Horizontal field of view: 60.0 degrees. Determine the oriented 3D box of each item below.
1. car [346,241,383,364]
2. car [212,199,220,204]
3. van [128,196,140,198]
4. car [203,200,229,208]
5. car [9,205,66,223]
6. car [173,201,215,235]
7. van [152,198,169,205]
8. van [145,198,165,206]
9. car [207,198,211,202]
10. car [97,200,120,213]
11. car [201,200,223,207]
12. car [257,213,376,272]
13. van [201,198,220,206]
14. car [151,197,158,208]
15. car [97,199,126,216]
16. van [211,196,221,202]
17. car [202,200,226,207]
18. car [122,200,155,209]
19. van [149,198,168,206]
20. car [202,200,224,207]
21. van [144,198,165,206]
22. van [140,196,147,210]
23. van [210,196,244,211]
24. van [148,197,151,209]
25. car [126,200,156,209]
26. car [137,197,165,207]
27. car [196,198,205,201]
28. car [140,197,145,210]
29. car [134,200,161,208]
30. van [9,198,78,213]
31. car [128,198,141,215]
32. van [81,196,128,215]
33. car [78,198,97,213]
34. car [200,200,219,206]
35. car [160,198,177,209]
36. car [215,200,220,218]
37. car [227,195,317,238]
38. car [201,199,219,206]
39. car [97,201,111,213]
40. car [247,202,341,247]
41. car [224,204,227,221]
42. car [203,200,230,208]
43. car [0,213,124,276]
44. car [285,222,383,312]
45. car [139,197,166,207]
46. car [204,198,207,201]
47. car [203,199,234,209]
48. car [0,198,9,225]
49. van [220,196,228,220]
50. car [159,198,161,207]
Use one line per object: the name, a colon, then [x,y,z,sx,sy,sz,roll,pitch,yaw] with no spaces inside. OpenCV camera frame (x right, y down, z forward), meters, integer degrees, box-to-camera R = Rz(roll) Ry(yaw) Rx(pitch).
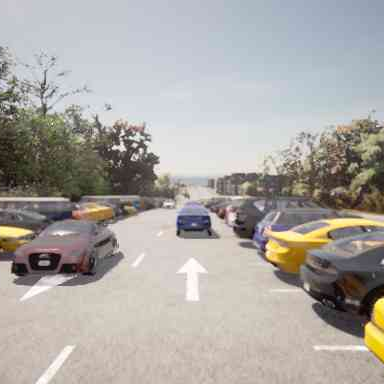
car: [4.725,1.463,3.376,5.366,1.575,1.946,0,0,0]
car: [4.563,1.653,31.120,4.792,1.488,2.163,0,0,0]
van: [-8.431,1.436,36.835,4.442,1.987,1.878,0,0,0]
car: [4.520,2.244,64.410,4.892,1.521,2.231,0,-1,0]
car: [-8.536,1.498,14.672,4.892,1.521,2.231,0,0,0]
car: [0.096,1.531,19.305,1.882,1.535,5.008,0,0,0]
van: [-8.677,2.703,92.077,4.442,1.987,1.878,0,-2,0]
van: [-8.673,2.342,78.362,4.442,1.987,1.878,0,-1,0]
car: [4.502,1.715,39.456,4.792,1.488,2.163,0,-1,0]
car: [-8.540,1.579,25.753,5.008,1.535,2.097,0,0,0]
car: [4.553,2.534,75.511,4.792,1.488,2.163,0,-1,0]
car: [4.532,1.467,8.917,5.008,1.535,2.097,0,0,0]
van: [4.406,2.344,78.292,4.442,1.987,1.878,0,-1,0]
car: [-8.522,1.662,50.543,5.566,2.045,2.435,0,-1,0]
car: [-8.540,1.601,28.524,4.892,1.521,2.231,0,0,0]
van: [4.649,1.439,36.676,4.442,1.987,1.878,0,0,0]
car: [4.554,2.403,69.960,4.792,1.488,2.163,0,-1,0]
car: [-8.546,1.981,53.431,5.008,1.535,2.097,0,-1,0]
van: [-8.450,2.475,83.916,4.442,1.987,1.878,0,-1,0]
car: [4.553,2.469,72.735,4.792,1.488,2.163,0,-1,0]
van: [-8.440,2.277,75.592,4.442,1.987,1.878,0,-1,0]
van: [-8.432,1.492,42.226,4.442,1.987,1.878,0,-1,0]
van: [4.647,1.560,44.987,4.442,1.987,1.878,0,-1,0]
van: [-8.667,1.622,47.773,4.442,1.987,1.878,0,-1,0]
car: [-8.550,2.086,56.201,4.674,1.452,2.002,0,-1,0]
car: [-8.527,2.121,70.055,5.566,2.045,2.435,0,-1,0]
car: [0.092,1.653,35.698,1.882,1.535,5.008,0,0,0]
car: [-8.553,1.682,39.603,5.008,1.535,2.097,0,0,0]
car: [-8.548,2.242,64.509,5.008,1.535,2.097,0,-1,0]
van: [-8.660,1.291,17.444,4.442,1.987,1.878,0,0,0]
car: [-8.362,1.638,34.065,5.366,1.575,1.946,0,0,0]
van: [-8.663,1.395,31.295,4.442,1.987,1.878,0,0,0]
car: [-8.513,1.412,20.213,4.553,1.767,2.185,0,0,0]
car: [4.527,2.776,86.613,4.892,1.521,2.231,0,-2,0]
car: [-3.573,1.980,52.752,1.812,1.442,4.674,1,0,0]
car: [4.529,1.582,25.570,5.008,1.535,2.097,0,0,0]
car: [4.566,1.248,14.467,5.566,2.045,2.435,0,0,0]
car: [4.490,2.577,83.838,4.553,1.767,2.185,0,-1,0]
car: [-8.539,1.557,22.858,5.008,1.535,2.097,0,0,0]
car: [4.506,1.355,11.694,4.553,1.767,2.185,0,0,0]
car: [4.533,1.580,20.017,4.674,1.452,2.002,0,0,0]
car: [4.533,2.179,61.634,4.892,1.521,2.231,0,-1,0]
car: [-3.601,1.554,10.109,1.994,1.385,4.181,0,0,0]
car: [4.533,1.464,6.145,4.892,1.521,2.231,0,0,0]
car: [-8.528,2.186,72.824,5.566,2.045,2.435,0,-1,0]
car: [4.503,1.469,42.212,5.566,2.045,2.435,0,-1,0]
car: [4.713,2.110,58.859,5.366,1.575,1.946,0,-1,0]
car: [-8.569,1.212,9.137,5.566,2.045,2.435,0,0,0]
van: [4.419,1.335,22.795,4.442,1.987,1.878,0,0,0]
car: [-8.556,2.214,61.614,4.674,1.452,2.002,0,-1,0]
